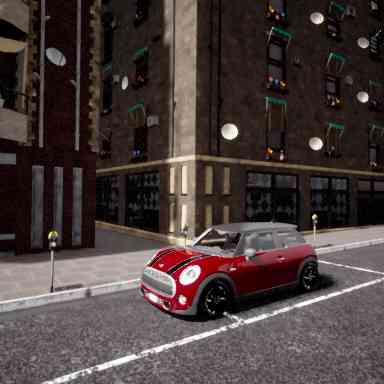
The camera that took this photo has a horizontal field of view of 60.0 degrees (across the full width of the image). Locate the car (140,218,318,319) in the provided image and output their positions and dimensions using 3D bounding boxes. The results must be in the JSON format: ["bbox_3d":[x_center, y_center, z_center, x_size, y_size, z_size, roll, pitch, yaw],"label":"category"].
[{"bbox_3d":[0.907,1.442,7.335,4.097,1.590,1.967,0,1,-35],"label":"car"}]
